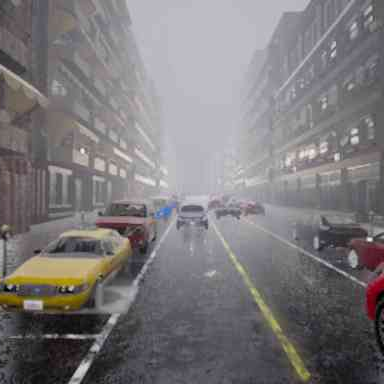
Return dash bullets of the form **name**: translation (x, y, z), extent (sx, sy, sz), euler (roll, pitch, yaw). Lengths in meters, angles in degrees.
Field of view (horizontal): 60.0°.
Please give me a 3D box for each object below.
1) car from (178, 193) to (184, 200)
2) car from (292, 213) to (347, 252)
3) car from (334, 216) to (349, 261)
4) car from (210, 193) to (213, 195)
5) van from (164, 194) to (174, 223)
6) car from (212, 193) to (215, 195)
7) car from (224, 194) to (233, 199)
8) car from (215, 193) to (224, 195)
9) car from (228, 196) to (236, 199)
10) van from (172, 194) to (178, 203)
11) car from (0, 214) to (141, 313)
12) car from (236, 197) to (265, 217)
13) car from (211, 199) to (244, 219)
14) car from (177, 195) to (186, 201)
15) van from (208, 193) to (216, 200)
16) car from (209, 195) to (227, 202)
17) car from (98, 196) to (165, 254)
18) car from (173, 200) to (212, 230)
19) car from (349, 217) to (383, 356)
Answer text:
- **car**: translation (-2.486, 1.165, 41.113), extent (2.192, 1.841, 5.009), euler (2, 0, 0)
- **car**: translation (5.349, 1.501, 13.388), extent (2.008, 1.369, 4.403), euler (1, 0, 0)
- **car**: translation (5.341, 1.518, 7.857), extent (1.887, 1.381, 4.507), euler (1, 0, 0)
- **car**: translation (5.401, 1.388, 74.230), extent (1.802, 1.307, 4.206), euler (1, 0, 0)
- **van**: translation (-2.509, 1.238, 24.521), extent (1.690, 1.788, 3.998), euler (2, 0, 0)
- **car**: translation (5.388, 1.258, 63.167), extent (1.967, 1.590, 4.097), euler (1, 0, 0)
- **car**: translation (5.399, 1.301, 41.042), extent (1.967, 1.590, 4.097), euler (1, 0, 0)
- **car**: translation (5.376, 1.151, 52.103), extent (2.192, 1.841, 5.009), euler (1, 0, 0)
- **car**: translation (5.381, 1.420, 35.510), extent (1.887, 1.381, 4.507), euler (1, 0, 0)
- **van**: translation (-2.502, 1.221, 30.053), extent (1.690, 1.788, 3.998), euler (2, 0, 0)
- **car**: translation (-2.538, 1.488, 7.761), extent (1.752, 1.417, 4.829), euler (2, 0, 0)
- **car**: translation (5.373, 1.436, 29.980), extent (1.887, 1.381, 4.507), euler (1, 0, 0)
- **car**: translation (2.835, 1.496, 27.536), extent (1.895, 1.301, 4.718), euler (0, 0, 1)
- **car**: translation (-2.437, 1.338, 79.827), extent (1.887, 1.381, 4.507), euler (1, 0, 0)
- **van**: translation (5.429, 1.147, 90.824), extent (1.690, 1.788, 3.998), euler (1, 0, 0)
- **car**: translation (2.839, 1.383, 40.767), extent (1.812, 1.442, 4.674), euler (0, 0, 1)
- **car**: translation (-2.524, 1.254, 13.462), extent (2.192, 1.841, 5.009), euler (2, 0, 0)
- **car**: translation (0.023, 1.441, 20.431), extent (1.812, 1.442, 4.674), euler (0, 0, 0)
- **car**: translation (3.575, 1.219, 2.440), extent (2.150, 2.045, 5.566), euler (0, 0, 0)
